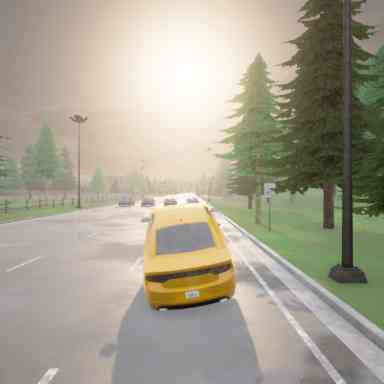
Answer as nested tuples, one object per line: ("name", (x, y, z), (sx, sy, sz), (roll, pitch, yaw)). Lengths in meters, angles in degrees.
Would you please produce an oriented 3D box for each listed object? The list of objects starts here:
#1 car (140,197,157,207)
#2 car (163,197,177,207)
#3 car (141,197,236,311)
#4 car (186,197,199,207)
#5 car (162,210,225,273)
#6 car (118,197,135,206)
("car", (-6.975, 1.547, 53.420), (2.033, 1.411, 5.357), (0, 0, 0))
("car", (-3.475, 1.564, 53.418), (1.994, 1.385, 4.181), (0, 0, 0))
("car", (-0.226, 1.098, 8.421), (1.882, 1.535, 5.008), (-8, 15, -3))
("car", (0.025, 1.564, 53.417), (1.994, 1.385, 4.181), (0, 0, 0))
("car", (0.046, 1.558, 11.975), (1.812, 1.442, 4.674), (0, 2, 0))
("car", (-10.475, 1.547, 53.421), (2.033, 1.411, 5.357), (0, 0, 0))
